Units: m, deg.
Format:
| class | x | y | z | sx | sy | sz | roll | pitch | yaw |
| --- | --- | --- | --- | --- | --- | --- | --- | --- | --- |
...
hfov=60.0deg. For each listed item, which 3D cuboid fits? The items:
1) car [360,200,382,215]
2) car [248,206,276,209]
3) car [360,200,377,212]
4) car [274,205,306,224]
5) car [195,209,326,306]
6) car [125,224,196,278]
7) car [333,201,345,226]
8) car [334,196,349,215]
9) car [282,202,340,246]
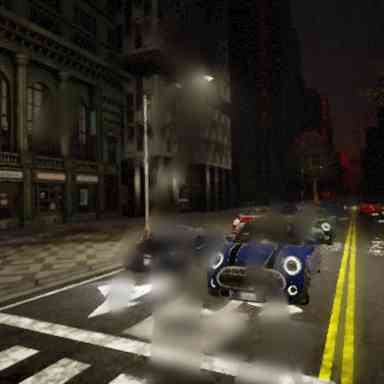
| class | x | y | z | sx | sy | sz | roll | pitch | yaw |
| --- | --- | --- | --- | --- | --- | --- | --- | --- | --- |
| car | 20.671 | 1.674 | 38.506 | 2.097 | 1.767 | 4.553 | -2 | -1 | 26 |
| car | 4.039 | 1.664 | 19.956 | 2.097 | 1.767 | 4.553 | -2 | -1 | 26 |
| car | 24.998 | 1.951 | 47.244 | 2.033 | 1.411 | 5.357 | -2 | -1 | 26 |
| car | 8.769 | 1.925 | 29.492 | 1.812 | 1.442 | 4.674 | -2 | -1 | 27 |
| car | 2.070 | 1.483 | 8.585 | 2.097 | 1.767 | 4.553 | -2 | -1 | 25 |
| car | -0.348 | 1.795 | 11.061 | 1.994 | 1.385 | 4.181 | -2 | -1 | 26 |
| car | 10.613 | 1.766 | 25.908 | 1.882 | 1.535 | 5.008 | -2 | -1 | 26 |
| car | 17.725 | 1.767 | 40.108 | 2.097 | 1.767 | 4.553 | -2 | -1 | 27 |
| car | 5.968 | 1.555 | 16.523 | 2.097 | 1.767 | 4.553 | -2 | -1 | 26 |
